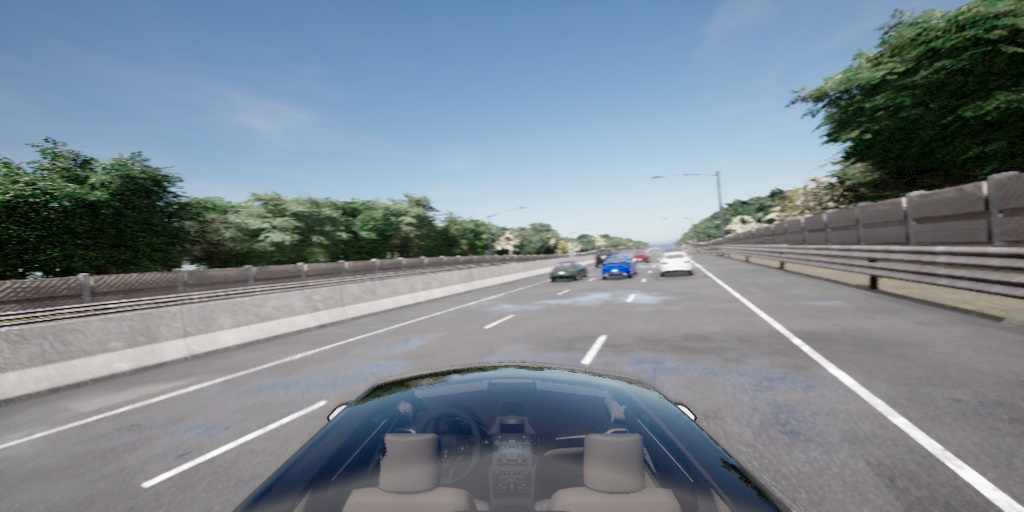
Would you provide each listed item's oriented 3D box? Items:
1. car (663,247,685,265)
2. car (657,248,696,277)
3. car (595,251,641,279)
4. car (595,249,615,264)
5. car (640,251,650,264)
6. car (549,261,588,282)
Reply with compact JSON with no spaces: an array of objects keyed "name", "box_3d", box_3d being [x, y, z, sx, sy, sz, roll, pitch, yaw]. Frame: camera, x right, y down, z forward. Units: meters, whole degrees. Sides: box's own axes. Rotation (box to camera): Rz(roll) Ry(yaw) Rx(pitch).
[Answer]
[{"name":"car","box_3d":[16.918,-0.070,37.488,1.882,1.535,5.008,-5,0,24]},{"name":"car","box_3d":[10.422,0.447,22.849,1.812,1.442,4.674,-5,0,24]},{"name":"car","box_3d":[7.403,0.663,24.639,1.882,1.535,5.008,-5,0,24]},{"name":"car","box_3d":[11.080,0.192,41.581,2.150,2.045,5.566,-5,0,24]},{"name":"car","box_3d":[15.094,0.165,41.962,1.812,1.442,4.674,-5,0,24]},{"name":"car","box_3d":[4.132,1.033,25.853,1.994,1.385,4.181,-5,0,24]}]
